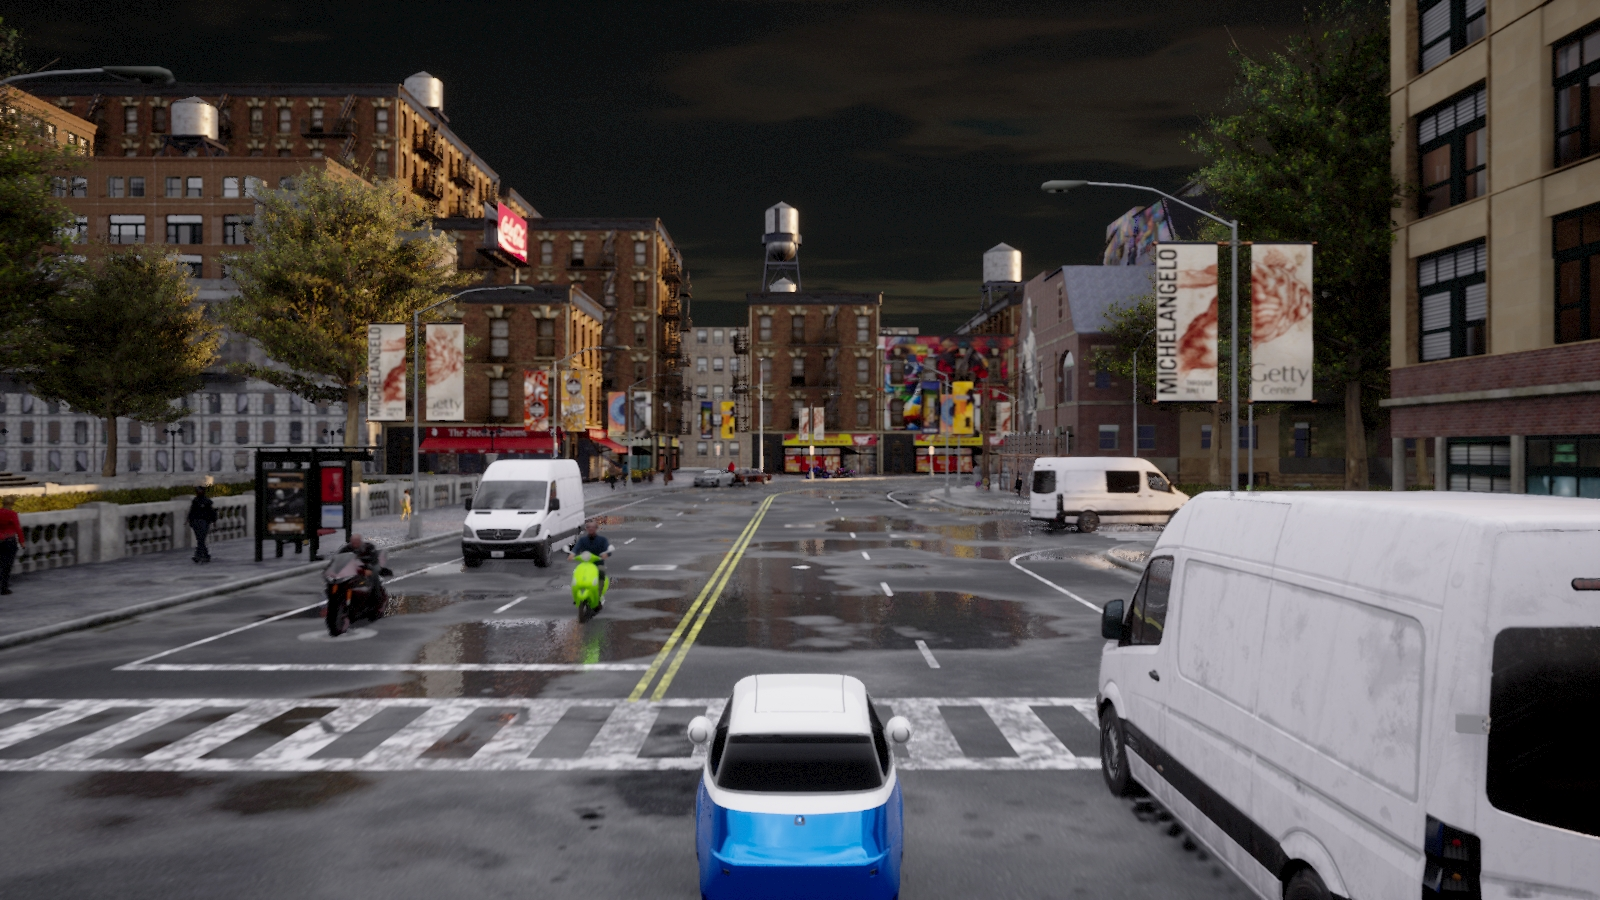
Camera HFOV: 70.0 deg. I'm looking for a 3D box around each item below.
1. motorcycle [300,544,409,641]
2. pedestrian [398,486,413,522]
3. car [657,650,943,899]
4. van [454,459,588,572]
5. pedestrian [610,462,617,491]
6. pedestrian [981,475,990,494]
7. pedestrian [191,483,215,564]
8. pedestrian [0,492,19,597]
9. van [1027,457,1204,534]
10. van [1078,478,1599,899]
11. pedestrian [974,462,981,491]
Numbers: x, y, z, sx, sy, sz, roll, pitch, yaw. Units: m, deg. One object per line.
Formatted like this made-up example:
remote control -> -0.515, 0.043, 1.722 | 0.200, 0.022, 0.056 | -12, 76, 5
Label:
motorcycle -> -6.998, 2.207, 18.092 | 0.867, 1.251, 2.209 | 0, 0, 0
pedestrian -> -14.541, 1.982, 42.108 | 0.375, 1.300, 0.375 | 0, 0, 5
car -> -0.001, 2.121, 7.038 | 1.481, 1.376, 2.207 | 0, 0, 0
van -> -6.991, 1.539, 29.359 | 1.988, 2.561, 5.915 | 0, 0, 0
pedestrian -> -12.161, 1.706, 74.393 | 0.375, 1.860, 0.375 | 0, 0, 4
pedestrian -> 11.203, 2.086, 69.118 | 0.500, 1.100, 0.500 | 0, 0, 3
pedestrian -> -13.838, 1.700, 26.483 | 0.375, 1.860, 0.375 | 0, 0, 1
pedestrian -> -14.410, 1.699, 20.638 | 0.375, 1.860, 0.375 | 0, 0, -6
van -> 11.103, 1.540, 40.190 | 5.915, 2.561, 1.988 | 0, -1, -19
van -> 3.510, 1.536, 7.368 | 1.988, 2.561, 5.915 | 0, 0, 0
pedestrian -> 11.563, 1.707, 74.463 | 0.375, 1.860, 0.375 | 0, 0, 2
